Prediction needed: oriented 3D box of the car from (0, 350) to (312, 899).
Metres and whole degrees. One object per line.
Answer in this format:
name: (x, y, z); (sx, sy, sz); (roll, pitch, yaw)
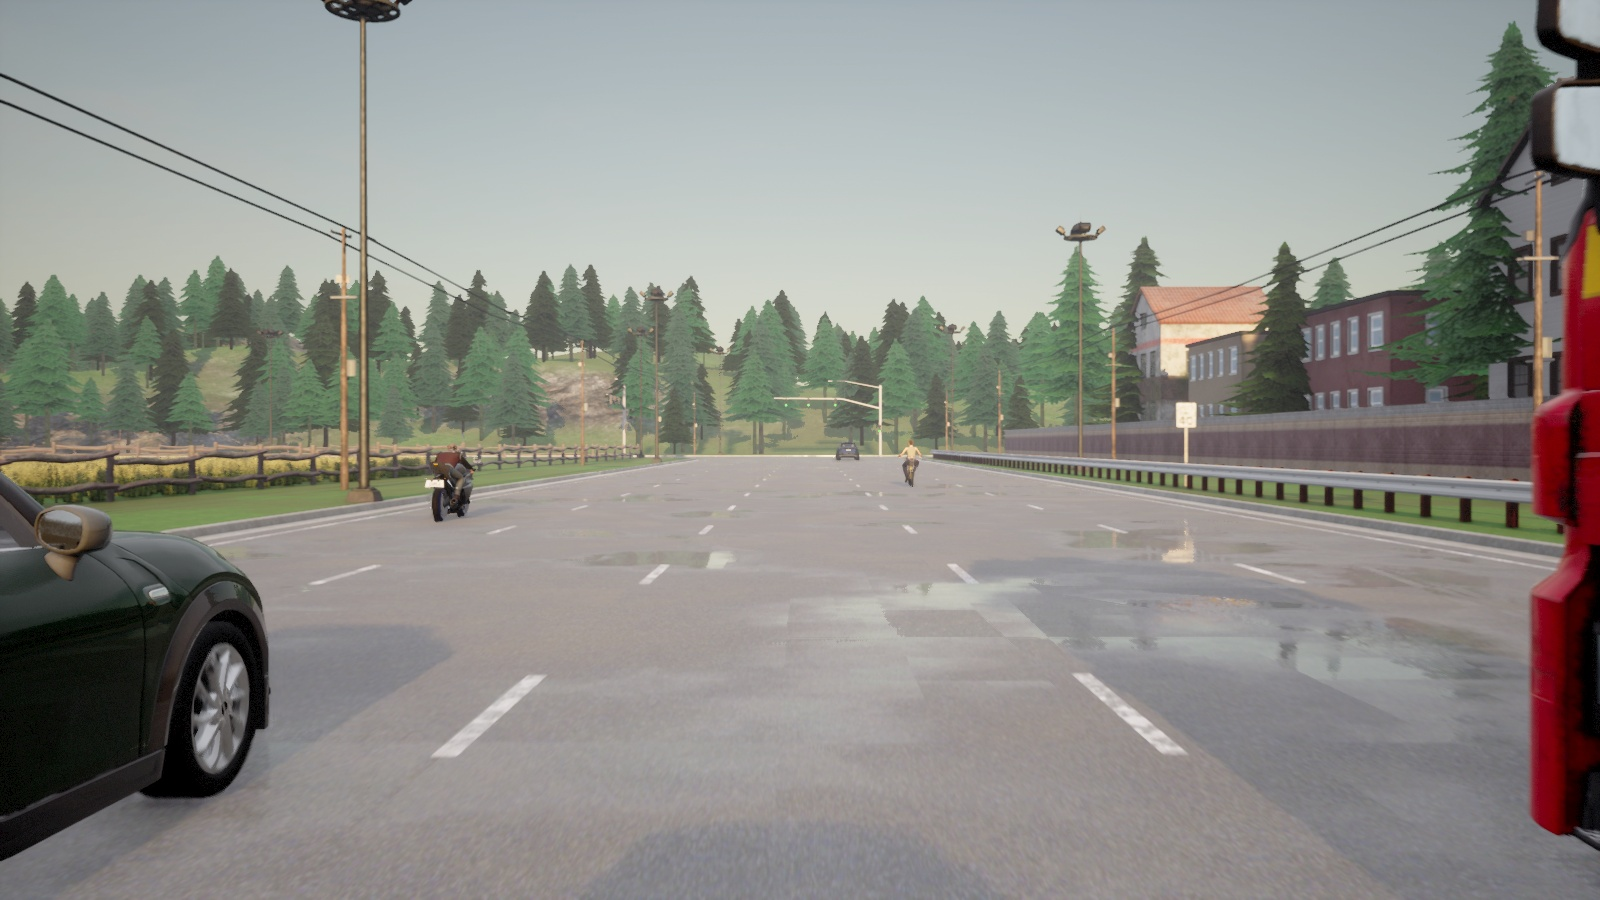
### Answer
car: (-3.462, 0.580, 3.908); (2.097, 1.767, 4.553); (0, 0, 0)

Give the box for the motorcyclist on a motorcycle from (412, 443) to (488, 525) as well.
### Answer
motorcyclist on a motorcycle: (-6.844, 0.637, 24.645); (0.866, 1.530, 2.191); (0, 0, 0)

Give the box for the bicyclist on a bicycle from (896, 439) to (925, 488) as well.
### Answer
bicyclist on a bicycle: (3.754, 0.446, 42.602); (0.866, 1.612, 1.509); (0, 0, 1)
